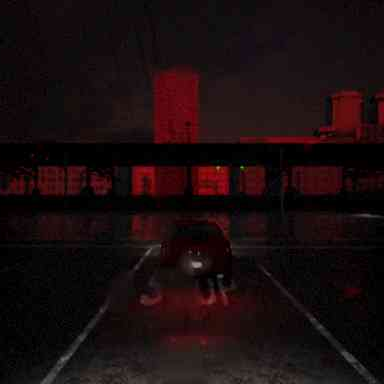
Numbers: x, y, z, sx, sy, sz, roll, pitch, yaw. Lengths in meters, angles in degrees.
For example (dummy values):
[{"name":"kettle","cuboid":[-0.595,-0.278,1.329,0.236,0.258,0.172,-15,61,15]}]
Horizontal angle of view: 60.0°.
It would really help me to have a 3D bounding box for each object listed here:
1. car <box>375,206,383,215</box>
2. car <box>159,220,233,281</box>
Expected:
[{"name":"car","cuboid":[22.730,1.840,36.638,4.674,1.442,1.812,-1,-1,1]},{"name":"car","cuboid":[0.085,1.611,10.316,1.882,1.535,5.008,0,-1,0]}]
